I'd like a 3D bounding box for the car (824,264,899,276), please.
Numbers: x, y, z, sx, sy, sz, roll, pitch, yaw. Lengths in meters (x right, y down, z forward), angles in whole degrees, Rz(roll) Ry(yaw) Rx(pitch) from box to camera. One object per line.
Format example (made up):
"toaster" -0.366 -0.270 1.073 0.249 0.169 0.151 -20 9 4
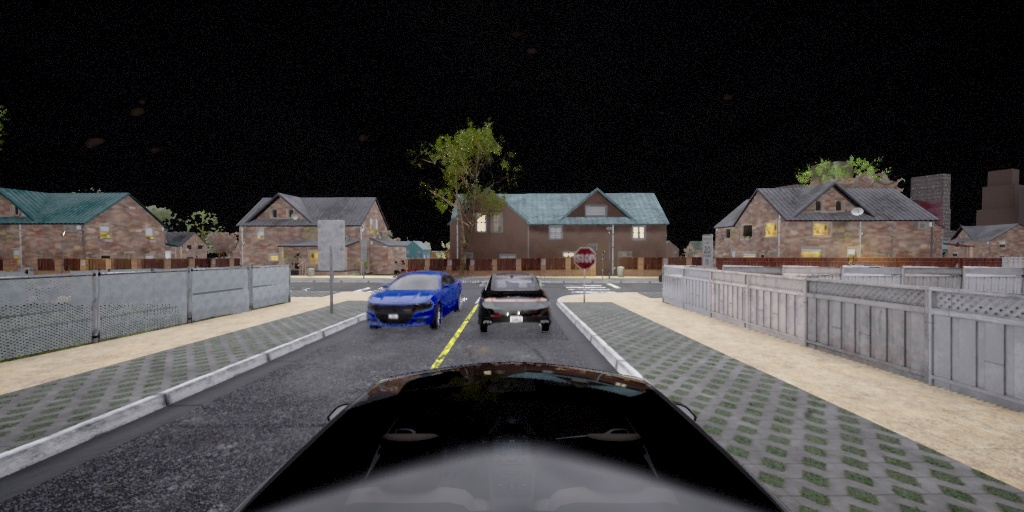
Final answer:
"car" 22.043 1.225 23.090 4.674 1.442 1.812 0 1 1

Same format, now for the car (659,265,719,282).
"car" 11.830 1.266 23.346 4.181 1.385 1.994 0 1 0

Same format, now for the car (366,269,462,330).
"car" -2.836 1.223 11.364 1.882 1.535 5.008 0 0 2

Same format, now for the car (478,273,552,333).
"car" 0.008 1.239 10.702 2.128 1.511 4.902 0 0 -2
